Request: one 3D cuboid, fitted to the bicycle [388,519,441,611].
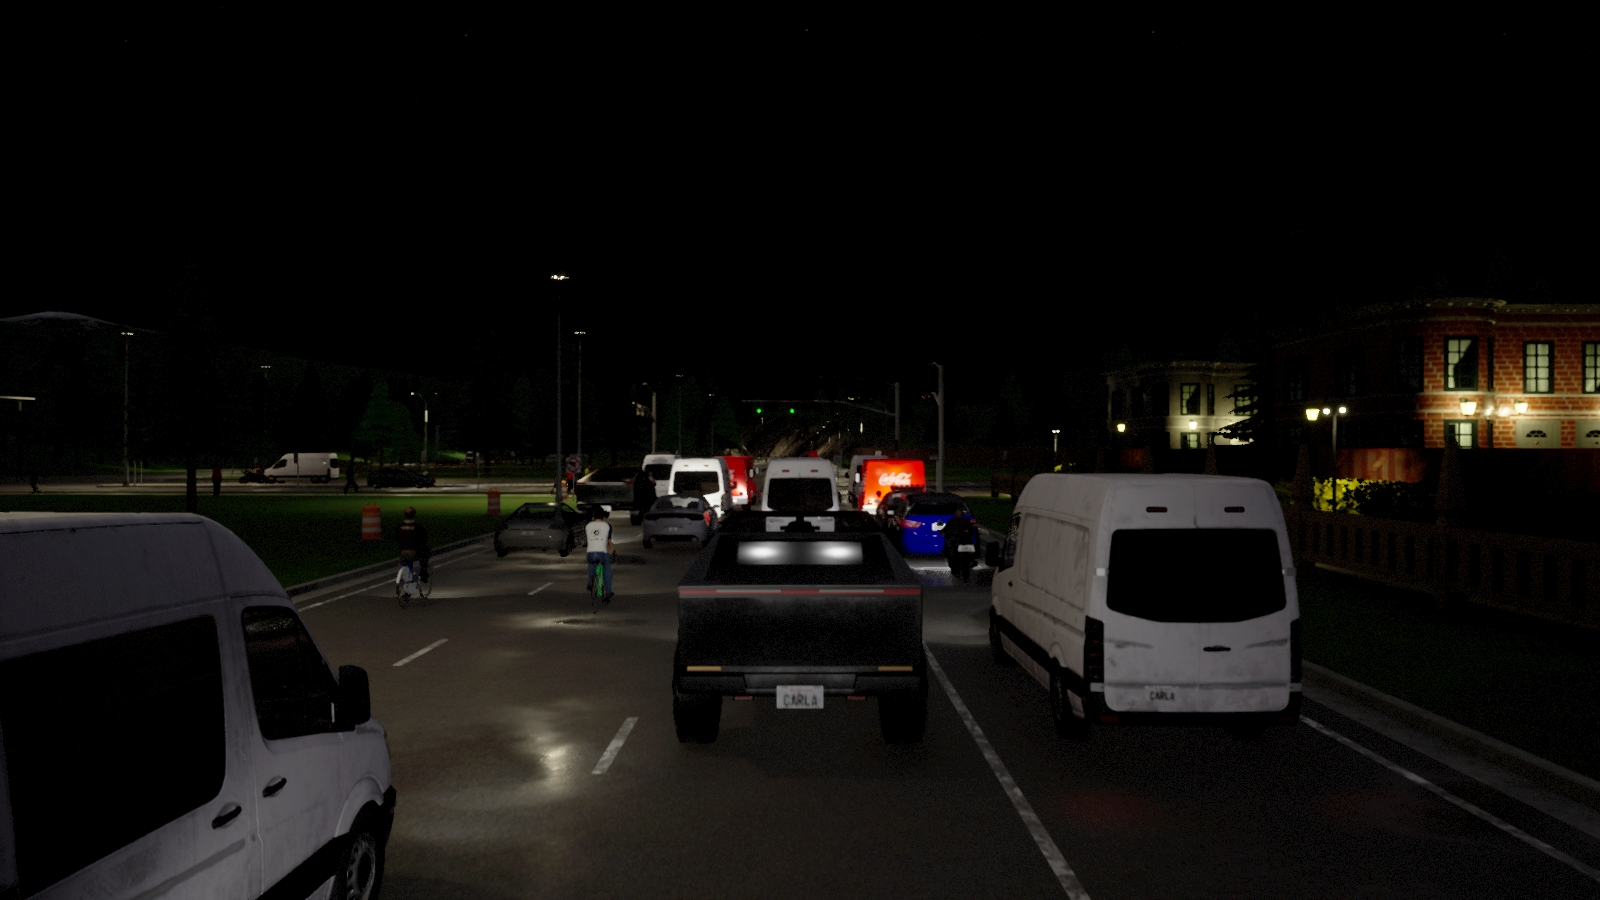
[{"bbox_3d":[-7.005,2.061,20.821,0.329,1.471,1.835,0,0,0],"label":"bicycle"}]

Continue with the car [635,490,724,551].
[{"bbox_3d":[-3.495,2.036,34.064,2.097,1.535,5.006,0,0,0],"label":"car"}]

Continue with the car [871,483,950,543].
[{"bbox_3d":[3.501,1.984,37.160,2.097,1.638,5.238,0,0,0],"label":"car"}]

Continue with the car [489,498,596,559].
[{"bbox_3d":[-7.009,2.120,31.542,1.994,1.385,4.181,0,0,0],"label":"car"}]

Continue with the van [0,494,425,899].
[{"bbox_3d":[-3.504,1.531,4.690,1.988,2.561,5.915,0,-1,0],"label":"van"}]

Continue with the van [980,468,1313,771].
[{"bbox_3d":[3.497,1.535,12.960,1.988,2.561,5.915,0,0,0],"label":"van"}]

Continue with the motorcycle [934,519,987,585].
[{"bbox_3d":[3.501,2.206,25.105,0.867,1.251,2.209,0,0,0],"label":"motorcycle"}]

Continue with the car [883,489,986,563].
[{"bbox_3d":[3.501,1.969,30.642,2.242,1.667,4.611,0,0,0],"label":"car"}]

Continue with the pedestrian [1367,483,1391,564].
[{"bbox_3d":[13.429,1.698,26.512,0.375,1.860,0.375,0,0,1],"label":"pedestrian"}]

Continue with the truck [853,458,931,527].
[{"bbox_3d":[3.499,1.569,44.405,2.627,2.467,5.204,0,0,0],"label":"truck"}]

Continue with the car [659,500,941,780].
[{"bbox_3d":[0.001,1.754,12.835,2.390,2.098,6.274,0,0,0],"label":"car"}]

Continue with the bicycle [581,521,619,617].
[{"bbox_3d":[-3.499,2.057,20.041,0.373,1.496,1.643,0,0,0],"label":"bicycle"}]

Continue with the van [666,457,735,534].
[{"bbox_3d":[-3.504,1.537,41.350,1.988,2.561,5.915,0,0,0],"label":"van"}]

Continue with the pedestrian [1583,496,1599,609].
[{"bbox_3d":[13.359,1.697,19.043,0.375,1.860,0.375,0,0,1],"label":"pedestrian"}]

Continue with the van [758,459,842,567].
[{"bbox_3d":[-0.003,1.533,30.161,1.988,2.561,5.915,0,-1,0],"label":"van"}]

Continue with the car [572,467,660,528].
[{"bbox_3d":[-7.000,1.756,44.157,2.390,2.098,6.274,0,0,0],"label":"car"}]
